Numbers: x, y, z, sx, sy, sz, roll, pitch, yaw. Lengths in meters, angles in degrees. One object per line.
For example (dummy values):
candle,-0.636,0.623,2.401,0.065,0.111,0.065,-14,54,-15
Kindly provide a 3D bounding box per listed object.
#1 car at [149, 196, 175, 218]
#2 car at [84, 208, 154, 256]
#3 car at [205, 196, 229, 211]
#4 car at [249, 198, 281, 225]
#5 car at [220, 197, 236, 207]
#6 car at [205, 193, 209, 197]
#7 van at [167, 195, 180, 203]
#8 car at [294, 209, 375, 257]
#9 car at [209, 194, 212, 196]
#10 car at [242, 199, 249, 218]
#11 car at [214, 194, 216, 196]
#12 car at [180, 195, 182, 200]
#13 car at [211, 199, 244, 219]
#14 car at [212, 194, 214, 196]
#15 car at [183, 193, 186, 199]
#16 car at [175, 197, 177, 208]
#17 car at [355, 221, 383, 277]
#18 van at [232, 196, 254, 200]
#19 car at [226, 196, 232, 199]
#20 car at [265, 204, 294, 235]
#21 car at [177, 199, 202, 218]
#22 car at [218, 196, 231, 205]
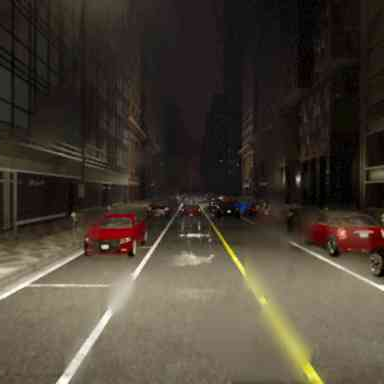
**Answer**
car,-2.853,1.429,29.787,1.967,1.590,4.097,0,0,0
car,-2.809,1.534,12.981,1.887,1.381,4.507,0,0,0
car,2.903,1.558,40.166,2.033,1.411,5.357,0,0,0
car,5.687,1.461,24.218,1.967,1.590,4.097,0,0,0
car,5.613,1.566,52.227,1.887,1.381,4.507,0,0,0
car,5.510,1.340,91.439,2.192,1.841,5.009,0,0,0
van,-2.897,1.331,46.594,1.690,1.788,3.998,0,0,0
car,5.717,1.461,13.014,1.967,1.590,4.097,0,0,0
car,5.540,1.568,80.235,1.887,1.381,4.507,0,0,0
car,5.672,1.603,29.820,1.802,1.307,4.206,0,0,0
car,5.584,1.547,63.600,1.752,1.417,4.829,0,0,0
car,-2.912,1.535,52.196,1.887,1.381,4.507,0,0,0
car,2.988,1.574,29.024,1.994,1.385,4.181,0,0,0
car,5.569,1.604,69.032,1.802,1.307,4.206,0,0,0
car,-2.971,1.431,74.605,1.967,1.590,4.097,0,0,0
car,-2.867,1.534,35.389,1.887,1.381,4.507,0,0,0
car,5.731,1.587,7.413,1.947,1.339,4.313,0,0,0
van,5.658,1.362,35.421,1.690,1.788,3.998,0,0,0
car,5.628,1.566,46.624,1.887,1.381,4.507,0,0,0
car,5.702,1.586,18.616,1.947,1.339,4.313,0,0,0
car,-0.088,1.600,30.152,1.895,1.301,4.718,0,0,0
car,5.599,1.462,57.829,1.967,1.590,4.097,0,0,0
